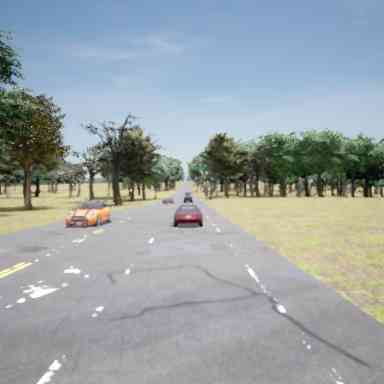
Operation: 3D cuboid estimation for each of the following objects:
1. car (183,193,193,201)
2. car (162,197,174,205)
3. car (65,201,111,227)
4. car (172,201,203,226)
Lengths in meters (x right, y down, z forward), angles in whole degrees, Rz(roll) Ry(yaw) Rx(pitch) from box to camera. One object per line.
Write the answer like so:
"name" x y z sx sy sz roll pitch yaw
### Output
"car" -0.798 1.443 68.855 1.837 1.490 4.892 -1 0 -1
"car" -4.302 1.552 60.776 1.994 1.385 4.181 0 0 2
"car" -7.201 1.447 23.463 2.097 1.767 4.553 0 0 0
"car" -0.263 1.589 23.762 1.994 1.385 4.181 -1 0 -1
